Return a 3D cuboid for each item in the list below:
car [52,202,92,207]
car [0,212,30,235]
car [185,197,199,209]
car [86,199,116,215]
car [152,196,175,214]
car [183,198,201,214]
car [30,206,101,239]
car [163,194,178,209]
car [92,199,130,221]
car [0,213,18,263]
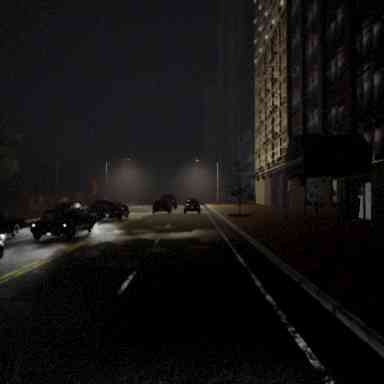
[{"bbox_3d":[-9.744,1.527,25.592,2.128,1.511,4.902,0,0,0],"label":"car"},{"bbox_3d":[-9.811,1.614,15.561,1.895,1.301,4.718,0,0,1],"label":"car"},{"bbox_3d":[0.039,1.605,48.091,1.882,1.535,5.008,0,0,0],"label":"car"},{"bbox_3d":[-9.728,1.548,35.866,1.882,1.535,5.008,0,0,0],"label":"car"},{"bbox_3d":[-3.228,1.552,36.626,1.882,1.535,5.008,0,0,0],"label":"car"},{"bbox_3d":[0.022,1.622,36.623,2.033,1.411,5.357,0,0,0],"label":"car"},{"bbox_3d":[-6.553,1.617,17.452,1.895,1.301,4.718,0,0,1],"label":"car"},{"bbox_3d":[-3.220,1.346,47.316,2.150,2.045,5.566,0,0,0],"label":"car"},{"bbox_3d":[-6.483,1.534,27.923,2.128,1.511,4.902,0,0,0],"label":"car"},{"bbox_3d":[-6.581,1.508,8.196,1.837,1.490,4.892,0,0,0],"label":"car"}]
